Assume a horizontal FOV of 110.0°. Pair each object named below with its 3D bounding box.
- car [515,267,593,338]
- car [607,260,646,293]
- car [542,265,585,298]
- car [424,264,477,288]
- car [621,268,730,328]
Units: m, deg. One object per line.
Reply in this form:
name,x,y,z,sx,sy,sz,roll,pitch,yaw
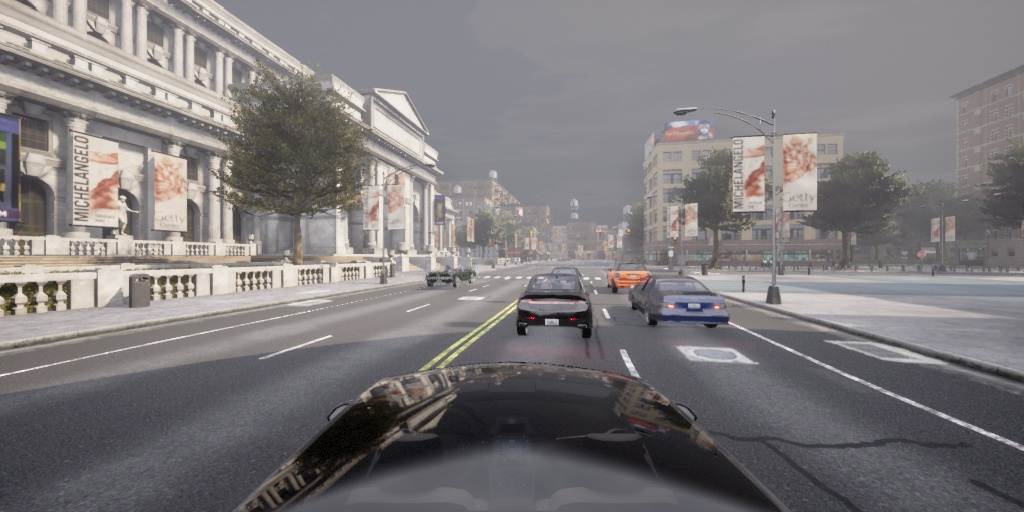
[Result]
car,1.270,1.242,10.287,2.128,1.511,4.902,0,0,9
car,6.716,1.102,20.789,2.097,1.767,4.553,0,0,10
car,2.945,1.297,19.763,2.033,1.411,5.357,0,0,11
car,-3.754,1.151,22.591,1.895,1.301,4.718,0,0,11
car,4.998,1.297,11.476,2.033,1.411,5.357,0,0,10
